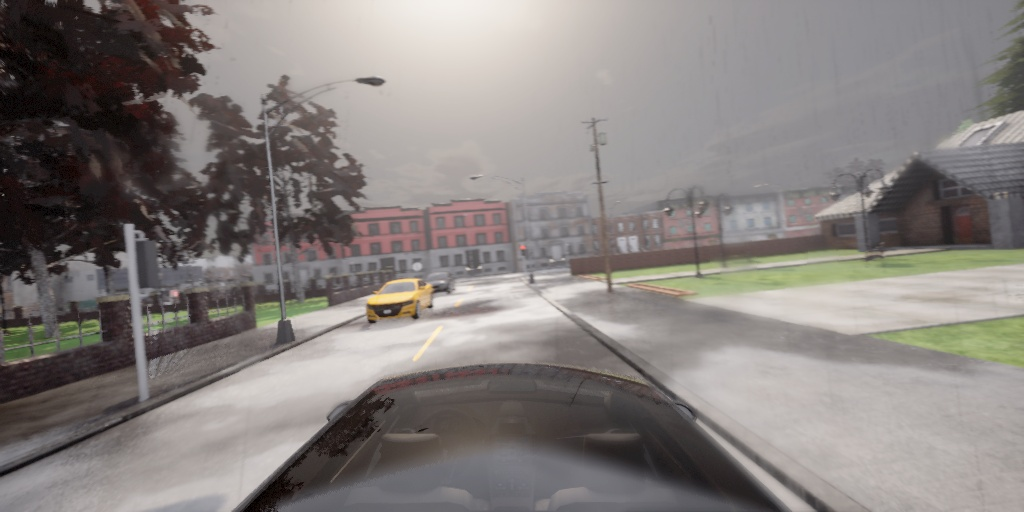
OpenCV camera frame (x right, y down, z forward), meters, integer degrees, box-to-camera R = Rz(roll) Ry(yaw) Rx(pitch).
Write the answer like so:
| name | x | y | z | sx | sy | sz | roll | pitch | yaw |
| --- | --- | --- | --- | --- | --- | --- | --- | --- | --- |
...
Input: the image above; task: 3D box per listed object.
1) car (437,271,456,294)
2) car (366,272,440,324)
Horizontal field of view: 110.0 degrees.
| name | x | y | z | sx | sy | sz | roll | pitch | yaw |
| --- | --- | --- | --- | --- | --- | --- | --- | --- | --- |
| car | -5.062 | 1.865 | 25.169 | 1.837 | 1.490 | 4.892 | -5 | 0 | -3 |
| car | -4.594 | 1.739 | 15.279 | 1.882 | 1.535 | 5.008 | -5 | 0 | -3 |
